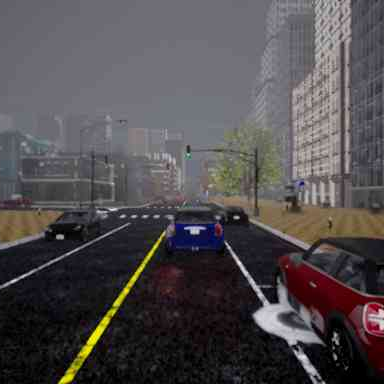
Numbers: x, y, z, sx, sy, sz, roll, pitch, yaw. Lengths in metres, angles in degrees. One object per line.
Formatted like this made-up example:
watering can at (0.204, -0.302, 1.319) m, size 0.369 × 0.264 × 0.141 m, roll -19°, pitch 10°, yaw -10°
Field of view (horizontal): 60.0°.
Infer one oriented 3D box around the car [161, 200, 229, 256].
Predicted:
car at (0.095, 1.359, 13.296) m, size 2.097 × 1.767 × 4.553 m, roll 0°, pitch 0°, yaw 0°

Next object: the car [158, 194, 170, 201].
car at (-5.706, 1.348, 60.104) m, size 2.192 × 1.841 × 5.009 m, roll 0°, pitch 0°, yaw 0°

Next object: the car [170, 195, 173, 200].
car at (-5.711, 1.590, 71.206) m, size 2.008 × 1.369 × 4.403 m, roll 0°, pitch 0°, yaw 0°

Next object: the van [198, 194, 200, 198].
van at (2.673, 1.378, 65.661) m, size 1.690 × 1.788 × 3.998 m, roll 0°, pitch 0°, yaw 0°

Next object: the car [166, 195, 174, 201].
car at (-5.716, 1.575, 87.689) m, size 1.752 × 1.417 × 4.829 m, roll 0°, pitch 0°, yaw 0°

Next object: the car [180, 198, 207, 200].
car at (0.091, 1.564, 29.568) m, size 2.033 × 1.411 × 5.357 m, roll 0°, pitch 0°, yaw 0°

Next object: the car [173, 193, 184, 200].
car at (-3.025, 1.268, 75.830) m, size 2.150 × 2.045 × 5.566 m, roll 0°, pitch 0°, yaw 0°

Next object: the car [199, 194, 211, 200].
car at (2.673, 1.559, 60.279) m, size 1.752 × 1.417 × 4.829 m, roll 0°, pitch 0°, yaw 0°

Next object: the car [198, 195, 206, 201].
car at (2.664, 1.616, 87.864) m, size 1.947 × 1.339 × 4.313 m, roll 0°, pitch 0°, yaw 0°

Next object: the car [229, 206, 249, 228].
car at (2.686, 1.578, 22.080) m, size 1.947 × 1.339 × 4.313 m, roll 0°, pitch 0°, yaw 0°

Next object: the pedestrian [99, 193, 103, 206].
pedestrian at (-12.766, 1.062, 46.556) m, size 0.375 × 1.860 × 0.375 m, roll 0°, pitch -1°, yaw -1°

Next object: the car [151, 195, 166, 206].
car at (-5.705, 1.612, 54.553) m, size 1.802 × 1.307 × 4.206 m, roll 0°, pitch 0°, yaw 0°

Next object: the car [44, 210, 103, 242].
car at (-5.693, 1.575, 16.538) m, size 1.947 × 1.339 × 4.313 m, roll 0°, pitch 0°, yaw 0°

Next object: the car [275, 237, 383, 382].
car at (2.692, 1.443, 5.462) m, size 1.967 × 1.590 × 4.097 m, roll 0°, pitch 0°, yaw 0°

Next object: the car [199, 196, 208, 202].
car at (2.668, 1.594, 76.762) m, size 2.008 × 1.369 × 4.403 m, roll 0°, pitch 0°, yaw 0°

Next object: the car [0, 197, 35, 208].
car at (-22.828, 1.362, 43.472) m, size 4.206 × 1.307 × 1.802 m, roll 1°, pitch -1°, yaw -1°
